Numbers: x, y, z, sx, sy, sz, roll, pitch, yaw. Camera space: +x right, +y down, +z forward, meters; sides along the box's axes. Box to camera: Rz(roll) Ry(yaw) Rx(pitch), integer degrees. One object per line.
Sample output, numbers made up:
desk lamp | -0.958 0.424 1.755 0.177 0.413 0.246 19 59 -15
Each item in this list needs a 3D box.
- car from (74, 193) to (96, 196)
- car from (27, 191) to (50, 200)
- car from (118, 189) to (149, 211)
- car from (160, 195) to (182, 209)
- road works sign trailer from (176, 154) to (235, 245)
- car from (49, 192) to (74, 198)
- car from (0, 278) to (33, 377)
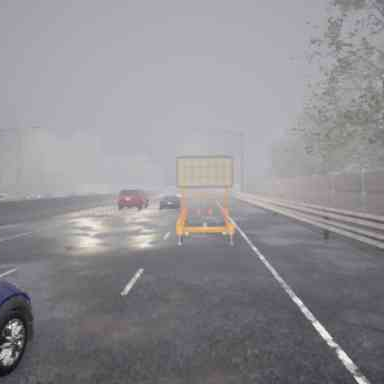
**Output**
car | -15.717 0.816 50.525 1.812 1.442 4.674 0 1 3
car | -22.746 0.708 49.886 2.097 1.767 4.553 0 1 3
car | -5.692 0.717 32.701 2.150 2.045 5.566 0 1 2
car | -2.137 1.006 34.183 1.994 1.385 4.181 0 1 2
road works sign trailer | 0.556 0.217 14.198 2.380 3.560 2.880 0 1 2
car | -19.233 0.795 50.554 1.882 1.535 5.008 0 1 2
car | -3.245 1.330 2.648 2.097 1.767 4.553 0 1 2
